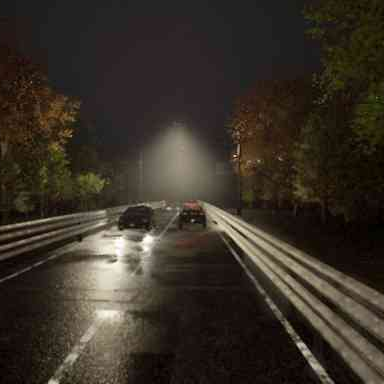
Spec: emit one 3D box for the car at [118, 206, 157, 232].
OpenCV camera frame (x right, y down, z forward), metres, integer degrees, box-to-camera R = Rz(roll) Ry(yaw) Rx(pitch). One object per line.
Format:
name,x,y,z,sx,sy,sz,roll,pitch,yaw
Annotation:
car,-3.400,1.620,21.365,1.882,1.535,5.008,0,-1,0

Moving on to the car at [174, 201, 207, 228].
car,0.038,1.662,23.789,2.128,1.511,4.902,0,-1,0

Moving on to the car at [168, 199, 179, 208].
car,-3.433,2.170,63.777,2.097,1.767,4.553,0,-1,0
